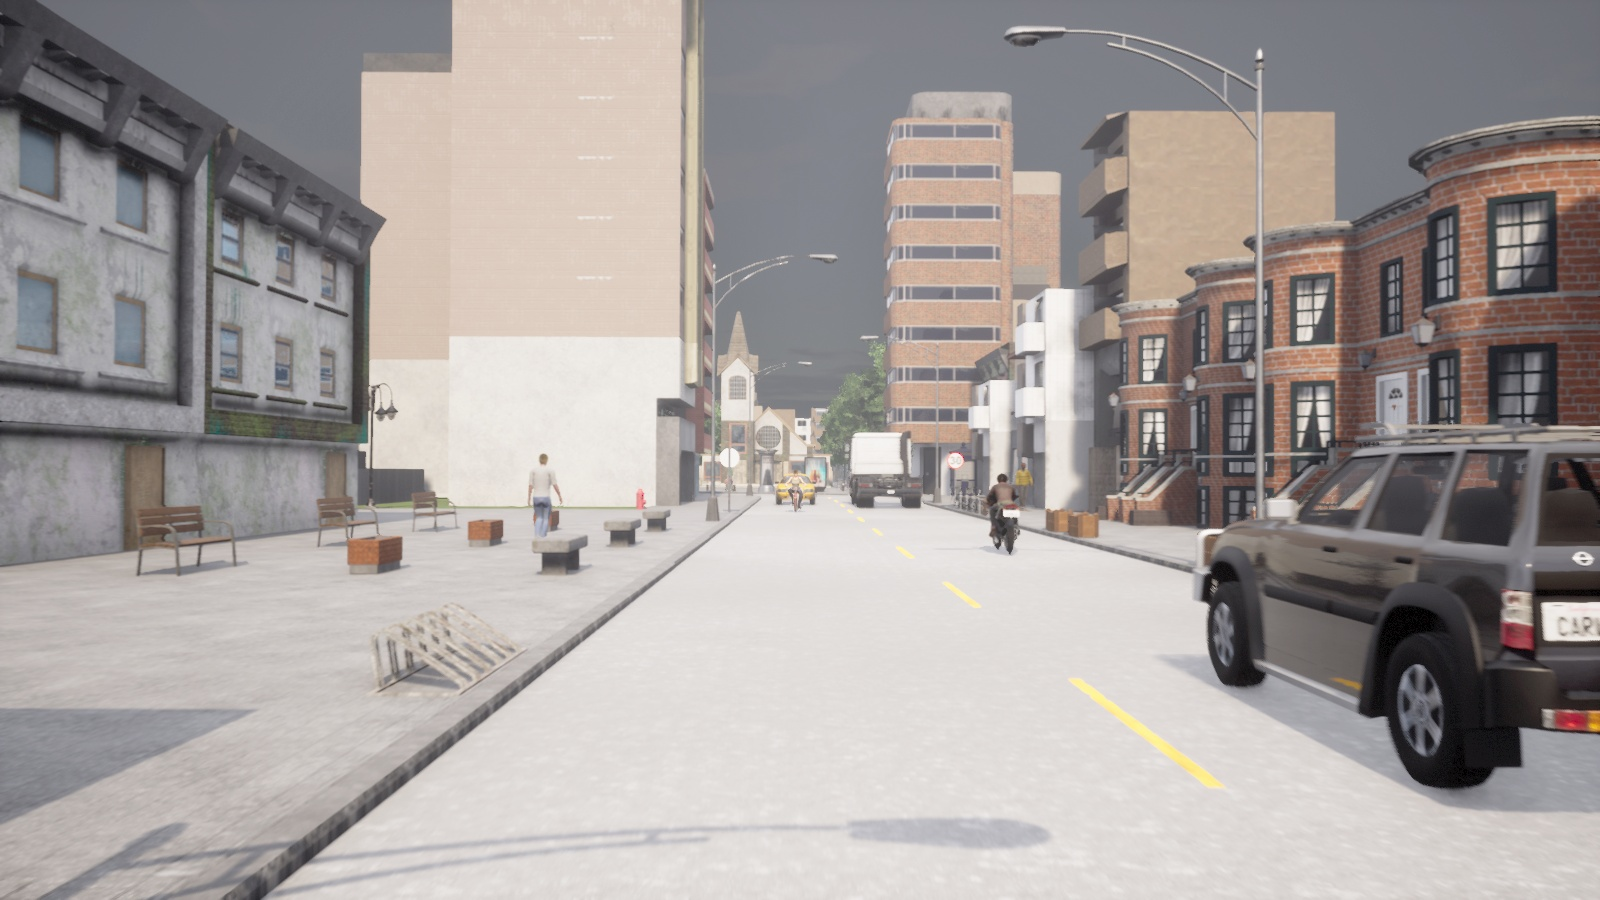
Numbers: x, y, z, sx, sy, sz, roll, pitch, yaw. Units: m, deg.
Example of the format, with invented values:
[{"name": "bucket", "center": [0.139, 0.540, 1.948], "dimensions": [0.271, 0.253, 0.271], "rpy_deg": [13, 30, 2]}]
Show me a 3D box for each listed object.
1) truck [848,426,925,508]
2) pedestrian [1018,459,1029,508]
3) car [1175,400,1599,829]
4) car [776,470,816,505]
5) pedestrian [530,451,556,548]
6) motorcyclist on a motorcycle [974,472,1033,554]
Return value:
[{"name": "truck", "center": [3.812, 0.772, 57.040], "dimensions": [2.891, 3.462, 7.936], "rpy_deg": [0, -1, 0]}, {"name": "pedestrian", "center": [8.375, 1.255, 47.113], "dimensions": [0.370, 1.835, 0.726], "rpy_deg": [0, -1, 8]}, {"name": "car", "center": [3.982, 0.745, 7.749], "dimensions": [1.932, 1.855, 4.605], "rpy_deg": [0, -1, 0]}, {"name": "car", "center": [-0.189, 1.747, 59.289], "dimensions": [1.801, 1.575, 5.366], "rpy_deg": [0, -1, 0]}, {"name": "pedestrian", "center": [-4.956, 0.950, 24.218], "dimensions": [0.354, 1.836, 0.706], "rpy_deg": [0, -1, 0]}, {"name": "motorcyclist on a motorcycle", "center": [3.942, 1.191, 24.490], "dimensions": [0.797, 1.523, 2.044], "rpy_deg": [0, -1, 0]}]
